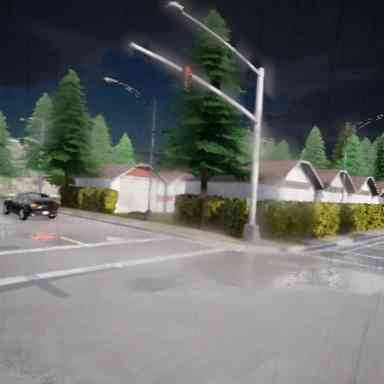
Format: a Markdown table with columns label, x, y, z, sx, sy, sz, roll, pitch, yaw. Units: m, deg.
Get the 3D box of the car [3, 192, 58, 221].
| label | x | y | z | sx | sy | sz | roll | pitch | yaw |
| --- | --- | --- | --- | --- | --- | --- | --- | --- | --- |
| car | -9.727 | 0.771 | 19.967 | 4.892 | 1.490 | 1.837 | 4 | 2 | 45 |
